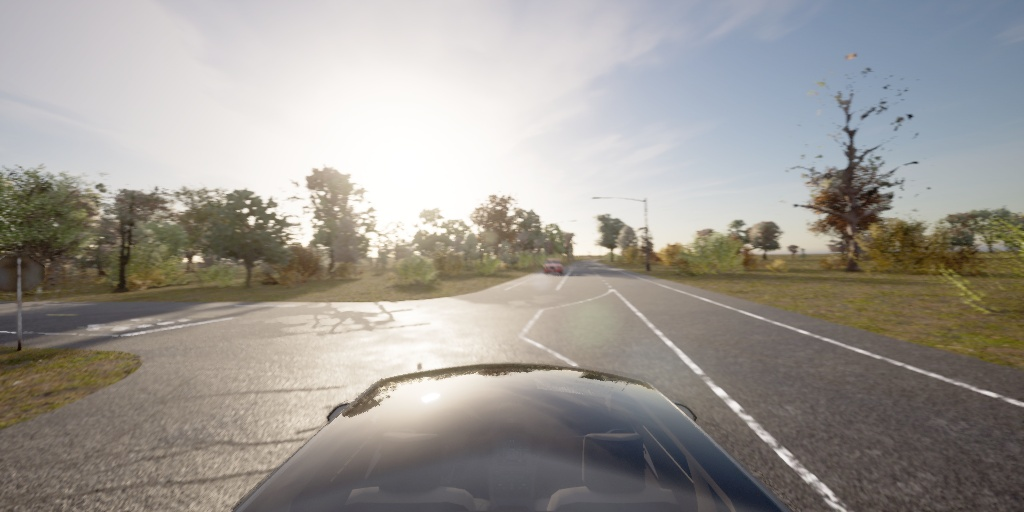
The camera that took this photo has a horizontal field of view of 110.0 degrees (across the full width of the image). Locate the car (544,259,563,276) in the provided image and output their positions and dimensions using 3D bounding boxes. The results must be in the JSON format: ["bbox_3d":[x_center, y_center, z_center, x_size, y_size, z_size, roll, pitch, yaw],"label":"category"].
[{"bbox_3d":[5.309,1.373,45.624,2.150,2.045,5.566,-2,-1,11],"label":"car"}]
